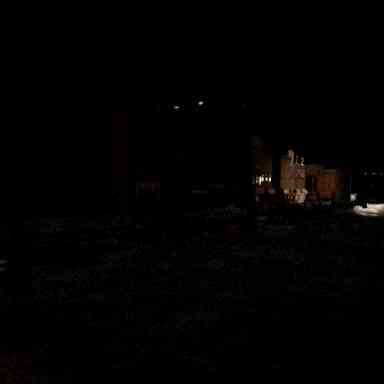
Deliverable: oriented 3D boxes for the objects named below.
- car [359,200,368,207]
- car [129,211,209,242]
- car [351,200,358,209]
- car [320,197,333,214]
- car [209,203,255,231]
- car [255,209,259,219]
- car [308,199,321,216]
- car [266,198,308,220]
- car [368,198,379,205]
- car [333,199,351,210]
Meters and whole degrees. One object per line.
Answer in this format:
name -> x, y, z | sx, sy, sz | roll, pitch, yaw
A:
car -> 31.252, 2.114, 62.565 | 2.008, 1.369, 4.403 | 0, -1, 35
car -> -1.265, 1.620, 16.701 | 1.947, 1.339, 4.313 | 0, -1, 35
car -> 24.749, 1.995, 53.393 | 2.008, 1.369, 4.403 | 0, -1, 35
car -> 14.995, 1.722, 39.636 | 1.967, 1.590, 4.097 | 0, -1, 35
car -> 2.086, 1.624, 21.427 | 1.752, 1.417, 4.829 | 0, -1, 35
car -> 4.164, 1.669, 28.907 | 1.812, 1.442, 4.674 | 0, 0, 35
car -> 11.841, 1.760, 35.186 | 1.752, 1.417, 4.829 | 0, -1, 35
car -> 8.492, 1.501, 30.464 | 2.192, 1.841, 5.009 | 0, -1, 35
car -> 44.257, 2.400, 80.909 | 1.947, 1.339, 4.313 | -1, -1, 35
car -> 21.498, 1.828, 48.808 | 1.967, 1.590, 4.097 | 0, -1, 35
